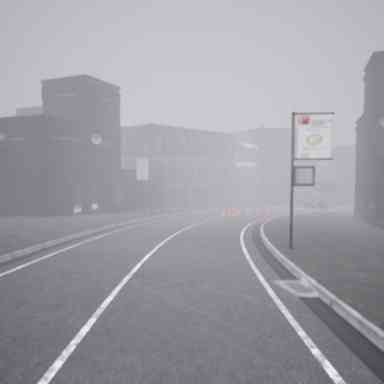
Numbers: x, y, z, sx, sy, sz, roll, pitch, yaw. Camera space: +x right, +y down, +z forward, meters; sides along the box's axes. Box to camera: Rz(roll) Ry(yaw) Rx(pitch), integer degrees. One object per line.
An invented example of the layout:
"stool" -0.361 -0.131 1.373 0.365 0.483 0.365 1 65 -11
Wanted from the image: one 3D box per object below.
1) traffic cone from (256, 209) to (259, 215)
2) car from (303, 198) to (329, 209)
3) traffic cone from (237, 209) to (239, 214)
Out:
"traffic cone" 6.834 2.099 34.669 0.340 0.580 0.340 2 1 21
"car" 19.802 1.772 53.129 4.553 1.767 2.097 2 2 -34
"traffic cone" 4.260 2.019 33.520 0.340 0.580 0.340 2 1 21
